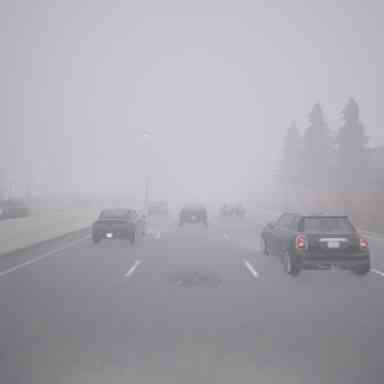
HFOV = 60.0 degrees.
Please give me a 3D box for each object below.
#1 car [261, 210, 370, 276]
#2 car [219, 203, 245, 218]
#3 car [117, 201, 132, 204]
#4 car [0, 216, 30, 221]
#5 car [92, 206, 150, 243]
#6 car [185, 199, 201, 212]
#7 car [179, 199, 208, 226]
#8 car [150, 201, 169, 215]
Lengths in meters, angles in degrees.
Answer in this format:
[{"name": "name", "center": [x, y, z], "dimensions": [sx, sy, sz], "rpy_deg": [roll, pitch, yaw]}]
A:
[{"name": "car", "center": [3.602, 1.368, 10.585], "dimensions": [2.097, 1.767, 4.553], "rpy_deg": [0, 0, 0]}, {"name": "car", "center": [3.605, 1.646, 30.596], "dimensions": [1.895, 1.301, 4.718], "rpy_deg": [0, 0, 0]}, {"name": "car", "center": [-10.605, 1.556, 52.510], "dimensions": [1.882, 1.535, 5.008], "rpy_deg": [0, 0, 0]}, {"name": "car", "center": [-14.093, 1.390, 24.878], "dimensions": [2.097, 1.767, 4.553], "rpy_deg": [0, 0, 0]}, {"name": "car", "center": [-3.398, 1.529, 16.120], "dimensions": [1.837, 1.490, 4.892], "rpy_deg": [0, 0, 0]}, {"name": "car", "center": [0.090, 1.587, 40.929], "dimensions": [1.812, 1.442, 4.674], "rpy_deg": [0, 0, 0]}, {"name": "car", "center": [0.101, 1.513, 23.960], "dimensions": [1.882, 1.535, 5.008], "rpy_deg": [0, 0, 0]}, {"name": "car", "center": [-3.397, 1.599, 34.389], "dimensions": [2.033, 1.411, 5.357], "rpy_deg": [0, 0, 0]}]
